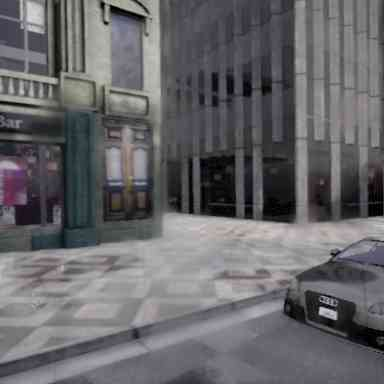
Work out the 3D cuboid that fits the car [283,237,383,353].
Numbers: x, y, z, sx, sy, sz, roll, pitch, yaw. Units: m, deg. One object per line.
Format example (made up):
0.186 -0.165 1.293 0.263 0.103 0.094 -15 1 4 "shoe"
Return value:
3.563 1.536 5.881 4.181 1.385 1.994 0 0 -35 "car"
